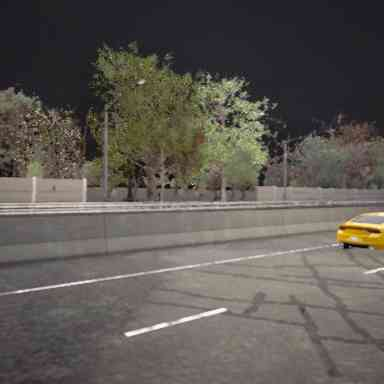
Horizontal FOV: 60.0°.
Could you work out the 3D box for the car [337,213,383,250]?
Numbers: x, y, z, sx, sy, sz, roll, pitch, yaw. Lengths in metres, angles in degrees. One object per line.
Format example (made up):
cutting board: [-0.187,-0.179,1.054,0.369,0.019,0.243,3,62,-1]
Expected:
car: [8.145,1.616,13.959,5.008,1.535,1.882,0,0,-35]
